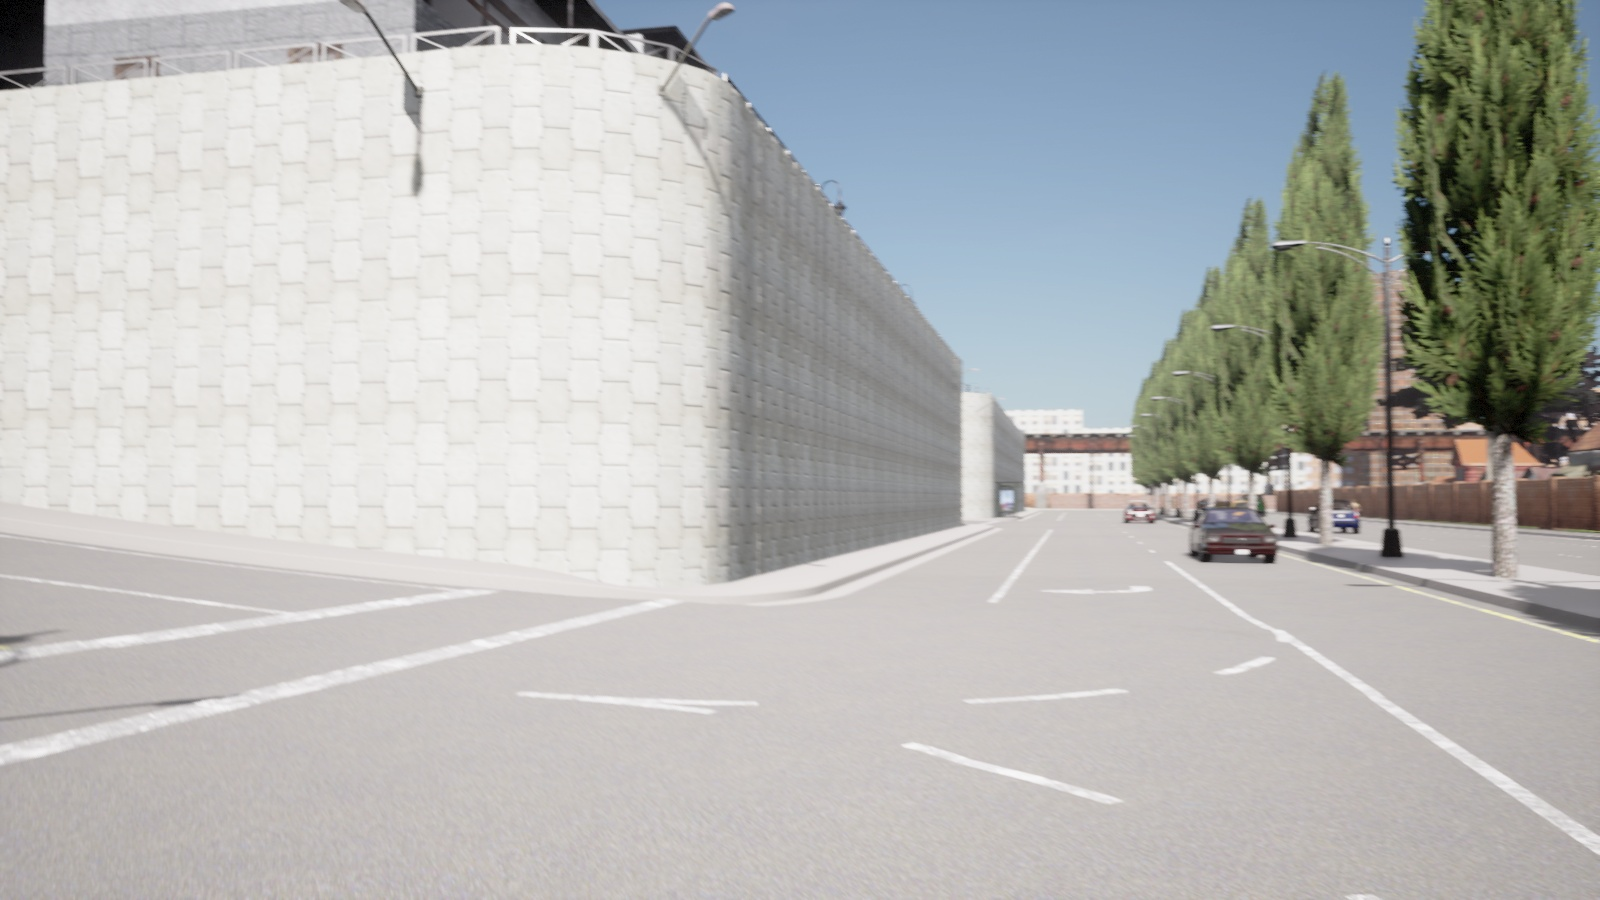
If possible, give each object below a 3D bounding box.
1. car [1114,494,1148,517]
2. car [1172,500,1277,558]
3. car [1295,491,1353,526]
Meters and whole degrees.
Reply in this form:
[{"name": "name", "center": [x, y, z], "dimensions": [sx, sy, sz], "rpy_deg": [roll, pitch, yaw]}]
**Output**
[{"name": "car", "center": [21.596, 3.635, 82.117], "dimensions": [1.970, 1.475, 3.806], "rpy_deg": [-1, -2, 12]}, {"name": "car", "center": [11.255, 2.050, 33.634], "dimensions": [2.033, 1.411, 5.357], "rpy_deg": [-1, -2, 12]}, {"name": "car", "center": [25.150, 2.789, 60.441], "dimensions": [1.851, 1.617, 3.988], "rpy_deg": [-1, -2, 12]}]
